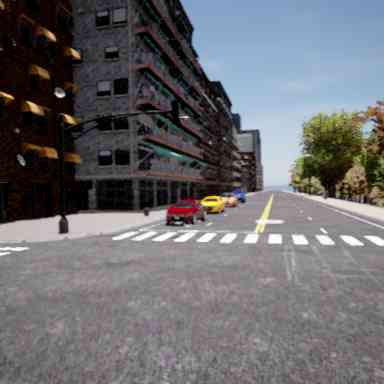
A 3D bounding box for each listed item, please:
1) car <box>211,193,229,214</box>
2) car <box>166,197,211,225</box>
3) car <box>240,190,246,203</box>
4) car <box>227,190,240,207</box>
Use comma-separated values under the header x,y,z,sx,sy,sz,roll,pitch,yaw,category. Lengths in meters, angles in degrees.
x,y,z,sx,sy,sz,roll,pitch,yaw,category
1.977,1.183,31.856,1.882,1.535,5.008,-1,0,14,car
-0.315,1.290,22.717,1.882,1.535,5.008,-1,0,14,car
7.176,0.691,52.303,2.150,2.045,5.566,-1,0,15,car
4.353,0.947,41.296,2.097,1.767,4.553,-1,0,14,car
